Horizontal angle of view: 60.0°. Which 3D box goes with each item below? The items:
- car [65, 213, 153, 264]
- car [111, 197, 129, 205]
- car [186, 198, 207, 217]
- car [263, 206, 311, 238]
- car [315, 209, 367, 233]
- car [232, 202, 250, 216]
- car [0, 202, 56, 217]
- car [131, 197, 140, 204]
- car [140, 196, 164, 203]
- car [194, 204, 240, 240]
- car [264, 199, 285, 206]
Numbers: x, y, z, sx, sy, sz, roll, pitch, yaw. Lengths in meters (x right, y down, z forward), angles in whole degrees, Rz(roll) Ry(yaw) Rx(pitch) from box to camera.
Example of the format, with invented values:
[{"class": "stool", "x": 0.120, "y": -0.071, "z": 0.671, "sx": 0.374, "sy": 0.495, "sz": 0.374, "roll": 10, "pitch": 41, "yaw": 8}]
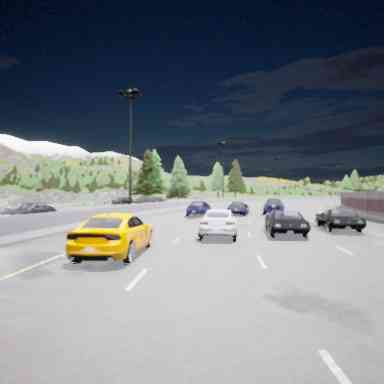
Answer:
[{"class": "car", "x": -2.709, "y": 1.501, "z": 11.984, "sx": 1.882, "sy": 1.535, "sz": 5.008, "roll": 0, "pitch": 0, "yaw": 5}, {"class": "car", "x": -12.619, "y": 1.621, "z": 59.827, "sx": 1.837, "sy": 1.490, "sz": 4.892, "roll": 0, "pitch": 0, "yaw": 22}, {"class": "car", "x": 0.710, "y": 1.612, "z": 32.308, "sx": 1.812, "sy": 1.442, "sz": 4.674, "roll": 0, "pitch": 0, "yaw": 14}, {"class": "car", "x": 5.057, "y": 1.664, "z": 18.198, "sx": 1.895, "sy": 1.301, "sz": 4.718, "roll": 0, "pitch": 0, "yaw": 8}, {"class": "car", "x": 8.935, "y": 1.682, "z": 20.430, "sx": 1.895, "sy": 1.301, "sz": 4.718, "roll": 0, "pitch": 0, "yaw": 9}, {"class": "car", "x": 4.773, "y": 1.667, "z": 34.097, "sx": 1.994, "sy": 1.385, "sz": 4.181, "roll": 0, "pitch": 0, "yaw": 14}, {"class": "car", "x": -11.871, "y": 1.518, "z": 24.140, "sx": 2.128, "sy": 1.511, "sz": 4.902, "roll": 0, "pitch": 0, "yaw": 10}, {"class": "car", "x": -8.742, "y": 1.481, "z": 60.098, "sx": 2.097, "sy": 1.767, "sz": 4.553, "roll": 0, "pitch": 0, "yaw": 23}, {"class": "car", "x": -6.431, "y": 1.632, "z": 56.511, "sx": 1.837, "sy": 1.490, "sz": 4.892, "roll": 0, "pitch": 0, "yaw": 22}, {"class": "car", "x": 1.401, "y": 1.575, "z": 17.144, "sx": 1.812, "sy": 1.442, "sz": 4.674, "roll": 0, "pitch": 0, "yaw": 7}, {"class": "car", "x": 8.720, "y": 1.471, "z": 35.249, "sx": 2.097, "sy": 1.767, "sz": 4.553, "roll": 0, "pitch": 0, "yaw": 15}]
